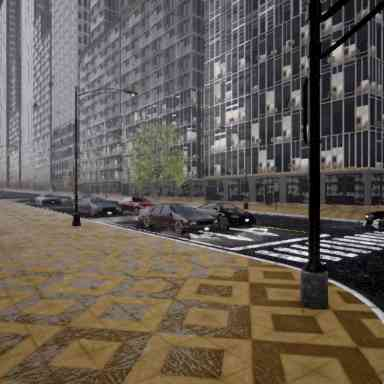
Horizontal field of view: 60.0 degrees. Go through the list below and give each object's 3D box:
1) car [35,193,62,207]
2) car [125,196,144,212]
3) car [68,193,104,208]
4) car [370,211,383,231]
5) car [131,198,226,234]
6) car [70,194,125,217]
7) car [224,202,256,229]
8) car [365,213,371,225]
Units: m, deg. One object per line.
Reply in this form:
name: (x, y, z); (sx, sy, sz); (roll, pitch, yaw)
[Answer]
car: (-15.991, 0.859, 36.967); (1.994, 1.385, 4.181); (0, 1, -38)
car: (-4.579, 1.083, 27.614); (1.812, 1.442, 4.674); (0, 1, -38)
car: (-11.832, 0.888, 36.901); (2.033, 1.411, 5.357); (0, 1, -38)
car: (10.818, 1.182, 13.607); (2.150, 2.045, 5.566); (1, 1, -38)
car: (-0.940, 1.292, 17.708); (2.033, 1.411, 5.357); (0, 1, -38)
car: (-7.598, 1.094, 26.198); (2.033, 1.411, 5.357); (0, 1, -38)
car: (1.751, 1.309, 19.545); (1.994, 1.385, 4.181); (0, 1, -38)
car: (11.809, 1.414, 17.587); (1.837, 1.490, 4.892); (0, 2, -38)
